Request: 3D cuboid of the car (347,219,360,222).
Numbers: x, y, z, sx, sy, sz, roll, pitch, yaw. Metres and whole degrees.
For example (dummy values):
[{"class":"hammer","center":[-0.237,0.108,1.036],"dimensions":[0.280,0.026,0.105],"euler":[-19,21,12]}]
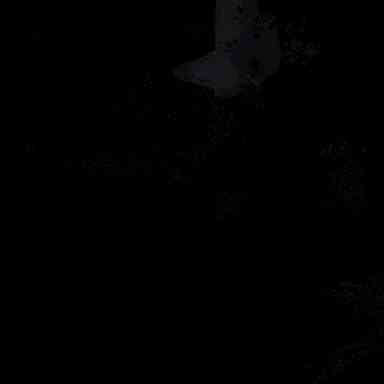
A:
[{"class":"car","center":[21.048,3.280,45.198],"dimensions":[2.033,1.411,5.357],"euler":[1,-3,2]}]
